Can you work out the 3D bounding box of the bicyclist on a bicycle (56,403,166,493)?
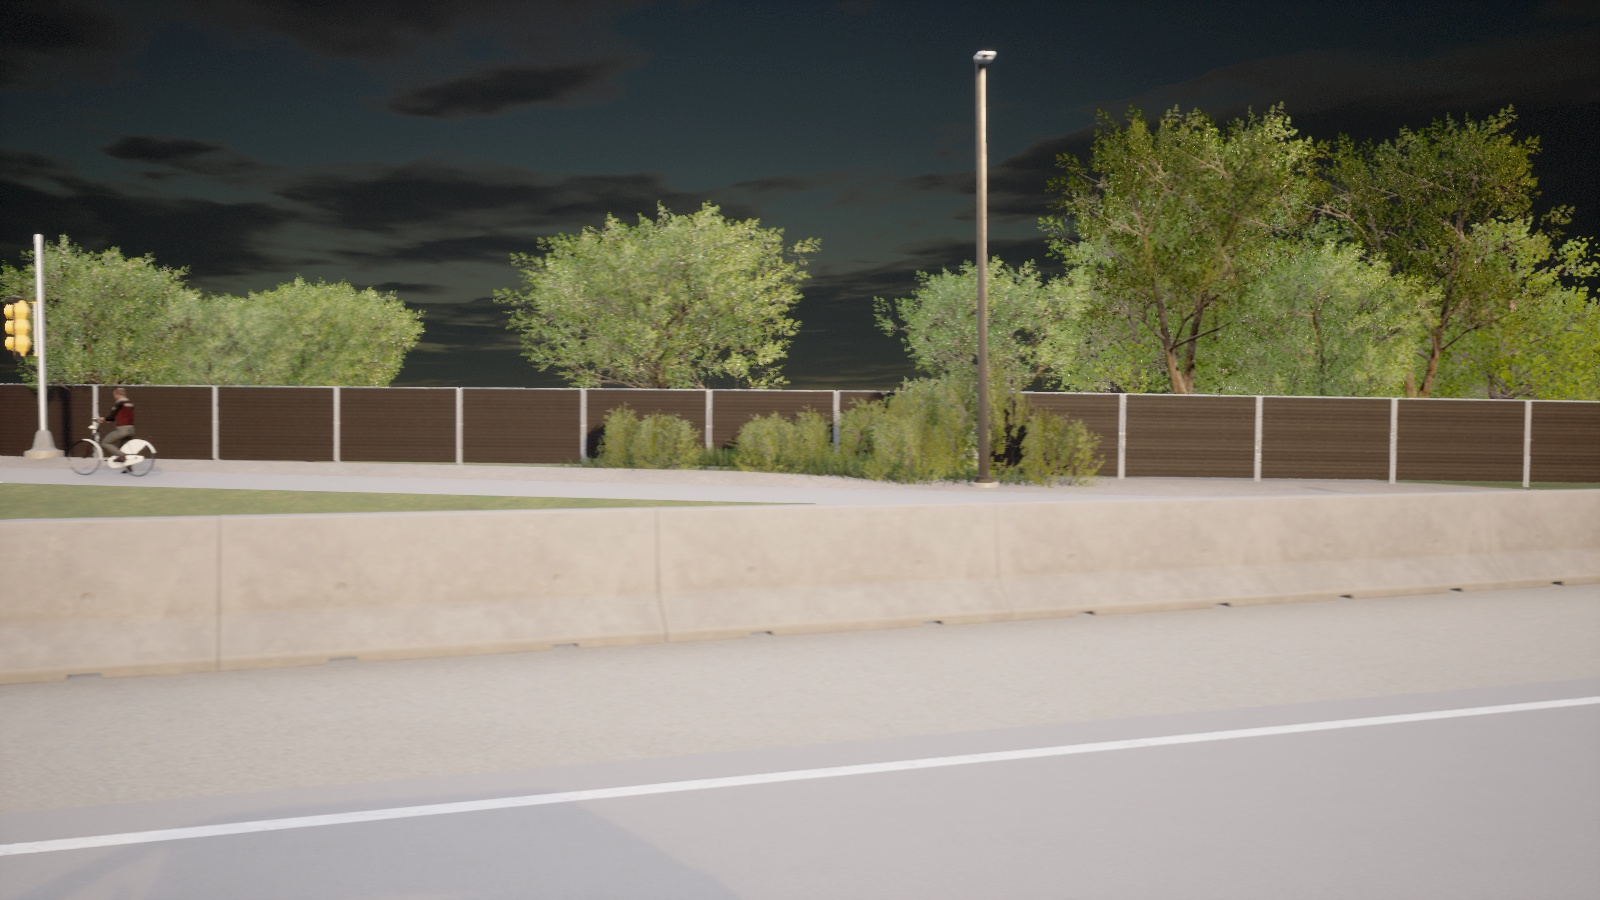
[{"bbox_3d":[-13.720,-0.054,25.021,1.843,1.776,0.659,0,2,6],"label":"bicyclist on a bicycle"}]
